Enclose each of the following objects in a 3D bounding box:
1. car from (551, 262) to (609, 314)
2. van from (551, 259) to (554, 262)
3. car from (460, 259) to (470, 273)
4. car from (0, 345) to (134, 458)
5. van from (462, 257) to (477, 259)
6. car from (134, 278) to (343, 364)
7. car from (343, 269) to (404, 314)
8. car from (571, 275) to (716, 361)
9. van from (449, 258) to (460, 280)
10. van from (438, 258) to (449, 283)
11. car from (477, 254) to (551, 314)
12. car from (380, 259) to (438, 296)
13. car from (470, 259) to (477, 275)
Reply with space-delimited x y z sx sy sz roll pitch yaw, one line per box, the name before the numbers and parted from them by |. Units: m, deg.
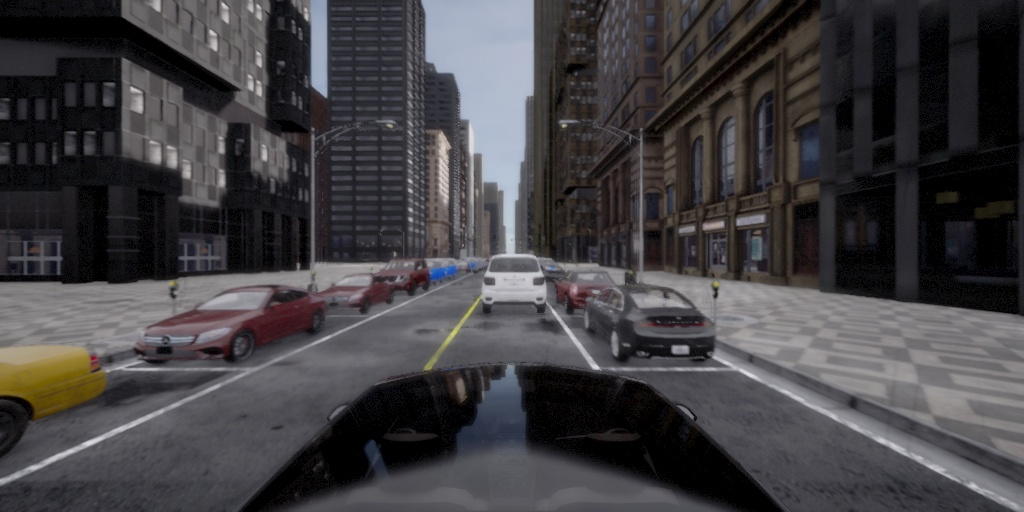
car | 2.754 1.187 13.735 1.967 1.591 4.097 0 0 0
van | 2.742 1.085 30.769 1.690 1.789 3.998 0 0 0
car | -5.791 1.326 42.108 1.802 1.307 4.207 0 0 0
car | -5.763 1.275 2.196 1.751 1.417 4.829 0 0 0
van | -5.795 1.085 47.785 1.690 1.789 3.998 0 0 0
car | -5.767 1.330 8.044 1.802 1.307 4.207 0 0 0
car | -5.771 1.328 13.721 1.802 1.307 4.207 0 0 0
car | 2.758 1.299 8.058 2.007 1.370 4.403 0 0 0
van | -5.783 1.084 30.753 1.690 1.789 3.998 0 0 0
van | -5.779 1.085 25.076 1.690 1.789 3.998 0 0 0
car | 0.076 0.967 13.883 2.150 2.045 5.566 0 0 0
car | -5.775 1.060 19.398 2.192 1.841 5.009 0 0 0
car | -3.121 1.308 39.233 1.994 1.385 4.181 0 0 0
